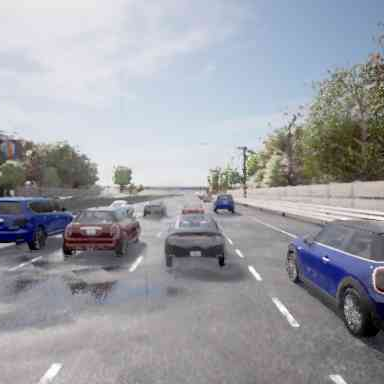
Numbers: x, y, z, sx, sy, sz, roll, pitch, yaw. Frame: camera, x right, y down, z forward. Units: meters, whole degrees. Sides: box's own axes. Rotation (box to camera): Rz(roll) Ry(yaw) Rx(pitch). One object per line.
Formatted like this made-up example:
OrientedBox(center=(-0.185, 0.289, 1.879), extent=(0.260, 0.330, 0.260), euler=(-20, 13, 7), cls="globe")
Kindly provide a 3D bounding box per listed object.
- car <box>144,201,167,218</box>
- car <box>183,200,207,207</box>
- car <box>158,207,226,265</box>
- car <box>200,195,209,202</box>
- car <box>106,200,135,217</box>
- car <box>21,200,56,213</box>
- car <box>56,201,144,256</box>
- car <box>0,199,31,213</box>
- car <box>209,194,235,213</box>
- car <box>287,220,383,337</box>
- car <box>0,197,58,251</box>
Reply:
OrientedBox(center=(-3.403, 1.545, 31.306), extent=(2.128, 1.511, 4.902), euler=(0, 0, 0), cls="car")
OrientedBox(center=(0.098, 1.652, 29.929), extent=(1.895, 1.301, 4.718), euler=(0, 0, 0), cls="car")
OrientedBox(center=(0.099, 1.510, 11.674), extent=(2.128, 1.511, 4.902), euler=(0, 0, 0), cls="car")
OrientedBox(center=(3.488, 1.707, 75.556), extent=(1.994, 1.385, 4.181), euler=(0, 0, 0), cls="car")
OrientedBox(center=(-6.906, 1.581, 32.441), extent=(1.812, 1.442, 4.674), euler=(0, 0, 0), cls="car")
OrientedBox(center=(-17.595, 1.667, 38.411), extent=(1.895, 1.301, 4.718), euler=(0, 0, 0), cls="car")
OrientedBox(center=(-3.403, 1.372, 13.336), extent=(2.097, 1.767, 4.553), euler=(0, 0, 0), cls="car")
OrientedBox(center=(-21.090, 1.573, 39.236), extent=(1.837, 1.490, 4.892), euler=(0, 0, 0), cls="car")
OrientedBox(center=(3.495, 1.254, 37.570), extent=(2.150, 2.045, 5.566), euler=(0, 0, 0), cls="car")
OrientedBox(center=(3.528, 1.344, 6.831), extent=(2.097, 1.767, 4.553), euler=(0, 0, 0), cls="car")
OrientedBox(center=(-6.903, 1.243, 14.312), extent=(2.150, 2.045, 5.566), euler=(0, 0, 0), cls="car")
